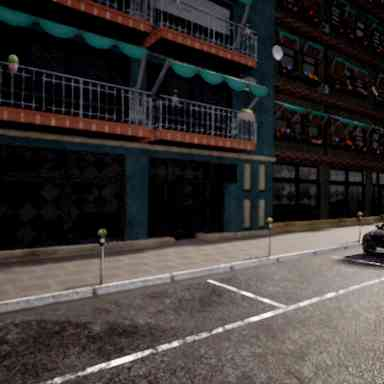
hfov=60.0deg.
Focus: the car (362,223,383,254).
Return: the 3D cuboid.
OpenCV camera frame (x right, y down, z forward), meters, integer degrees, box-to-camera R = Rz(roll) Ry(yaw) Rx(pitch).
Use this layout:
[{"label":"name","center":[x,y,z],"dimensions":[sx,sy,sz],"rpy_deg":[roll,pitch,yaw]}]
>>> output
[{"label":"car","center":[8.079,1.575,12.318],"dimensions":[4.313,1.339,1.947],"rpy_deg":[0,1,-36]}]
